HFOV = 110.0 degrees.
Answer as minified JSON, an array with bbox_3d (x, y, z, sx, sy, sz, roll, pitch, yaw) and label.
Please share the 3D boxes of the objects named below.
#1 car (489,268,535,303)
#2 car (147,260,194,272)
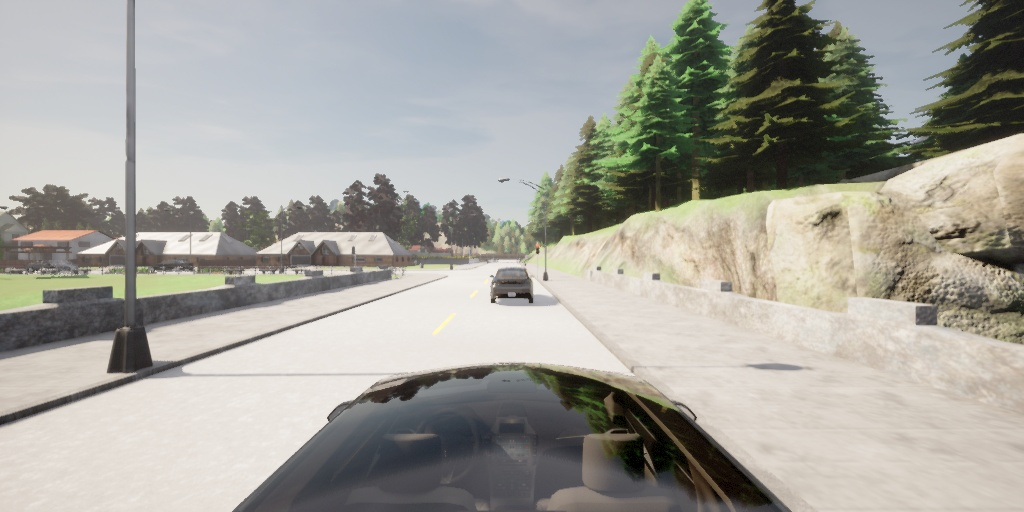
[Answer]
[{"bbox_3d":[0.000,1.263,16.500,1.837,1.490,4.892,0,0,0],"label":"car"},{"bbox_3d":[-43.381,1.232,45.623,5.008,1.535,1.882,0,0,0],"label":"car"}]
